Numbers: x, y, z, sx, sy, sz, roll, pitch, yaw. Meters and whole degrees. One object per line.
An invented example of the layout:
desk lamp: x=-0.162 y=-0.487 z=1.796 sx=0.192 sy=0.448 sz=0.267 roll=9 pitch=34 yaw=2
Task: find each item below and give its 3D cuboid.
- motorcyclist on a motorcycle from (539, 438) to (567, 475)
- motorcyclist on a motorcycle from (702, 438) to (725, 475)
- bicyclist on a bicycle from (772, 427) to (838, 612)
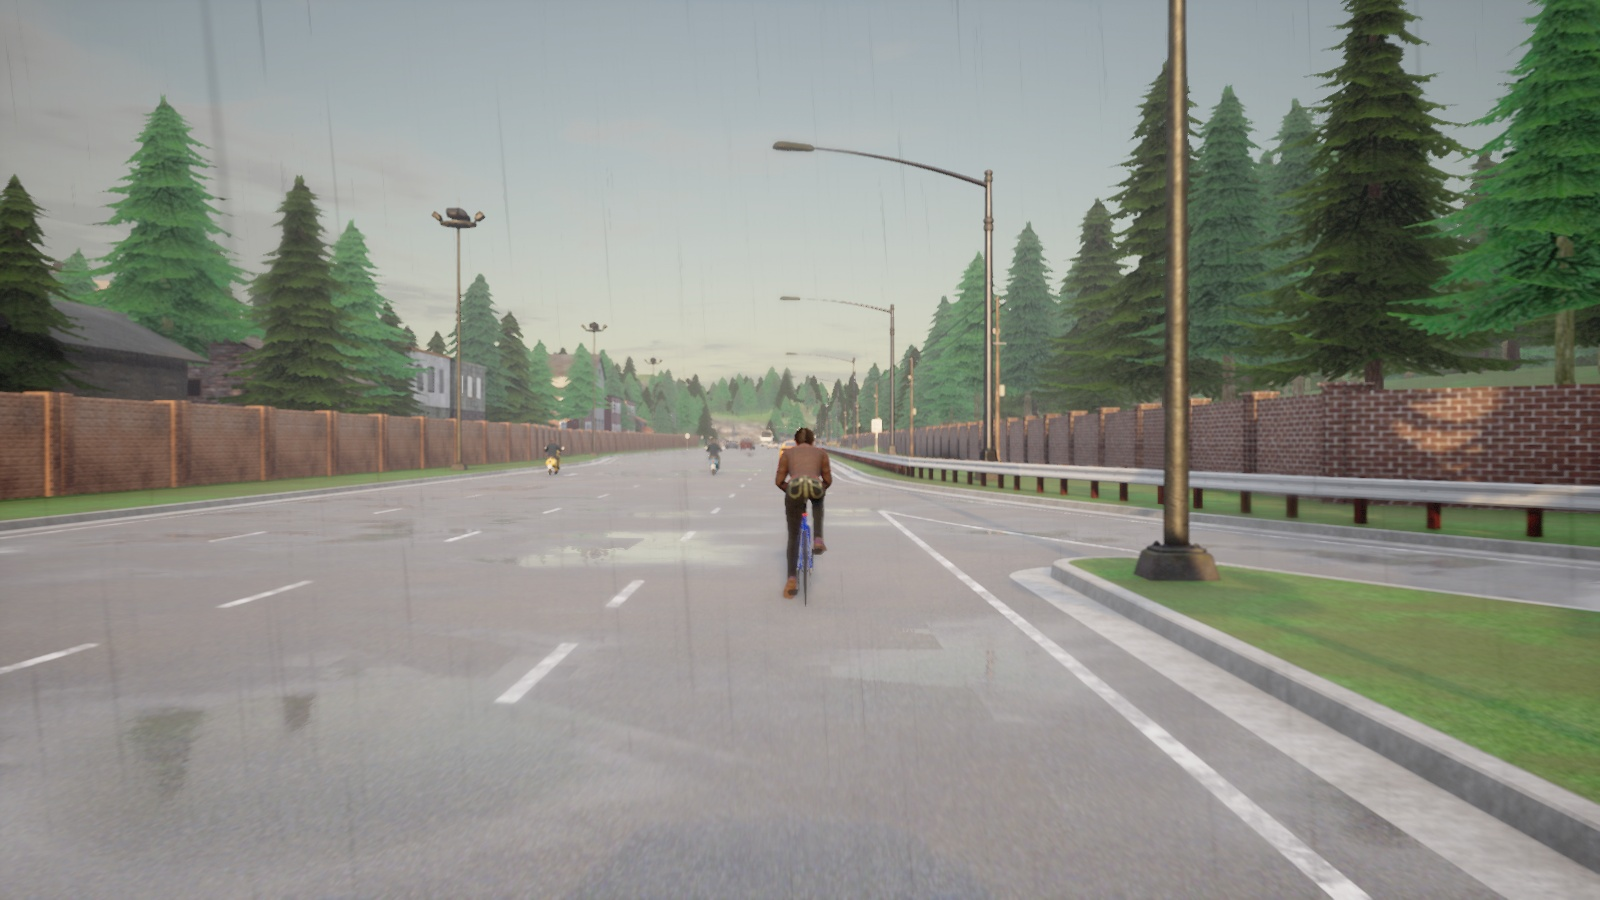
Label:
motorcyclist on a motorcycle: x=-10.743 y=0.263 z=54.566 sx=0.866 sy=1.590 sz=1.817 roll=0 pitch=0 yaw=0
motorcyclist on a motorcycle: x=-3.743 y=0.269 z=54.614 sx=0.866 sy=1.590 sz=1.817 roll=0 pitch=0 yaw=0
bicyclist on a bicycle: x=0.040 y=0.607 z=11.804 sx=0.582 sy=1.620 sz=1.656 roll=0 pitch=0 yaw=0
